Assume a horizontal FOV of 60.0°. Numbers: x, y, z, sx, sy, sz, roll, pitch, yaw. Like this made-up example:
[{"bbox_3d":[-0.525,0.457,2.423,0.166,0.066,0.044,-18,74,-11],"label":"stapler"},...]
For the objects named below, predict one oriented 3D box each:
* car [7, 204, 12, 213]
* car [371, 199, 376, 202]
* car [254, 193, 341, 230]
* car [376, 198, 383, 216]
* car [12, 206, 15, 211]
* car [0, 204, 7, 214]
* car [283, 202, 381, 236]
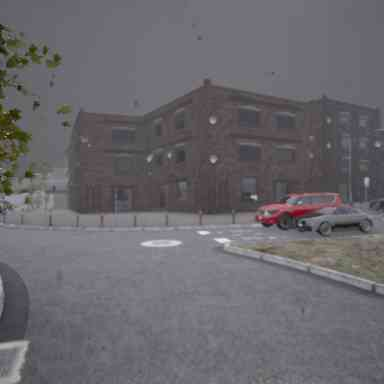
[{"bbox_3d":[-34.482,3.064,60.235,1.837,1.490,4.892,-1,-2,-22],"label":"car"},{"bbox_3d":[19.686,0.893,32.166,2.185,1.767,4.553,-1,0,-33],"label":"car"},{"bbox_3d":[6.560,1.093,20.216,5.566,2.045,2.150,-1,0,-19],"label":"car"},{"bbox_3d":[16.117,1.152,24.629,4.892,1.490,1.837,-2,0,-30],"label":"car"},{"bbox_3d":[-38.012,3.249,69.008,1.882,1.535,5.008,-1,-2,-22],"label":"car"},{"bbox_3d":[-31.948,2.859,53.932,2.033,1.411,5.357,-1,-2,-22],"label":"car"},{"bbox_3d":[7.297,1.423,17.406,4.181,1.385,1.994,-1,0,-20],"label":"car"}]
